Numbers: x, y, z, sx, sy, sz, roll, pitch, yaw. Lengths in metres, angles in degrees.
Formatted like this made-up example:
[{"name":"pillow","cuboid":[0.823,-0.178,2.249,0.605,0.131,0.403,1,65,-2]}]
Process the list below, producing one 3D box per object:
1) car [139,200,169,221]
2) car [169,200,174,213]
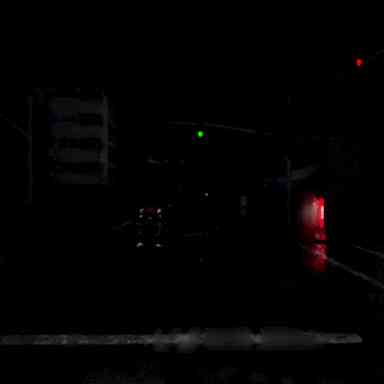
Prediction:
[{"name":"car","cuboid":[-3.583,1.672,30.712,2.097,1.767,4.553,0,-1,0]},{"name":"car","cuboid":[-3.566,1.813,44.271,2.097,1.767,4.553,0,-1,0]}]
